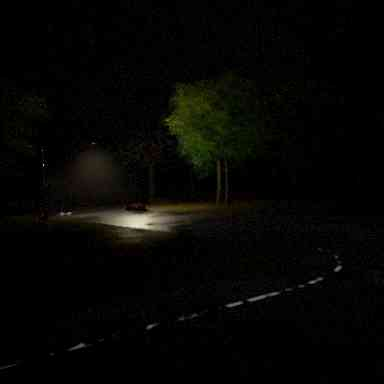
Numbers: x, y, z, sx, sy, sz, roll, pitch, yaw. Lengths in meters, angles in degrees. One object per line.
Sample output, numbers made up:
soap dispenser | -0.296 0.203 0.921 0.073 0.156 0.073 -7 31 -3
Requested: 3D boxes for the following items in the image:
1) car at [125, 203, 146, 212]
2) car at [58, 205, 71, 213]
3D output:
car | -8.947 2.438 52.426 1.994 1.385 4.181 -4 1 -36
car | -24.398 3.163 63.397 2.033 1.411 5.357 -4 1 -29
